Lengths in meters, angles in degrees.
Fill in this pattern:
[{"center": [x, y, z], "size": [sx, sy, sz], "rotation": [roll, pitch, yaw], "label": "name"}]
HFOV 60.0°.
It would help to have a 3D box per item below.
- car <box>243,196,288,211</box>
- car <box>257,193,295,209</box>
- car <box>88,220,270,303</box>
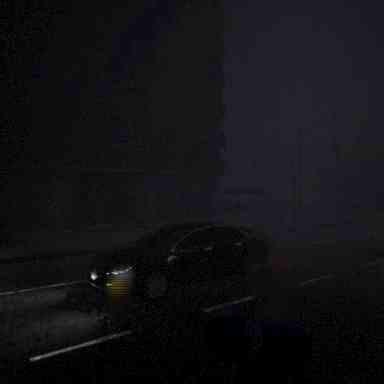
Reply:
[{"center": [8.474, 1.492, 40.307], "size": [2.033, 1.411, 5.357], "rotation": [0, 0, -37], "label": "car"}, {"center": [10.640, 1.163, 43.194], "size": [2.150, 2.045, 5.566], "rotation": [0, 0, -38], "label": "car"}, {"center": [-0.102, 1.505, 8.334], "size": [4.892, 1.490, 1.837], "rotation": [0, 0, -37], "label": "car"}]
